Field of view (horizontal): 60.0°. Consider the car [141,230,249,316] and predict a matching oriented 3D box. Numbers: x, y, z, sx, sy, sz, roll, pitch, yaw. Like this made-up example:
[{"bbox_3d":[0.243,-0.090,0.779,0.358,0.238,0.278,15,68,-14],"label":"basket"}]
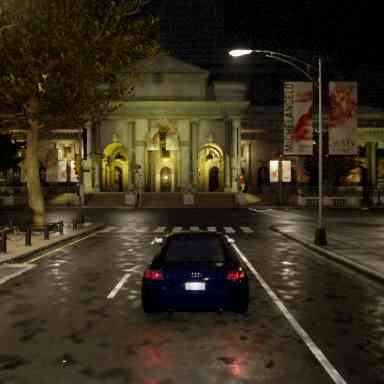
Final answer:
[{"bbox_3d":[0.070,1.564,7.639,1.994,1.385,4.181,0,0,0],"label":"car"}]
